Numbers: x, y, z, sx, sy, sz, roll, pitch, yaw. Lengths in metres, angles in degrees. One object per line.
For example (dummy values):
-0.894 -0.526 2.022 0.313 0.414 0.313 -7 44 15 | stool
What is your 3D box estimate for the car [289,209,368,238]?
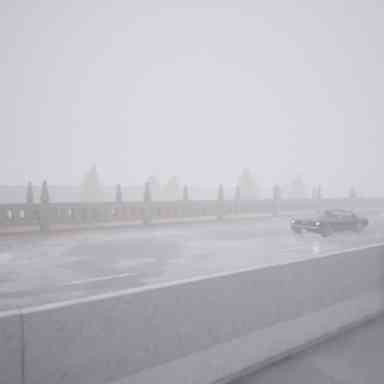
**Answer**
7.378 1.601 17.828 4.718 1.301 1.895 0 0 -35 | car
